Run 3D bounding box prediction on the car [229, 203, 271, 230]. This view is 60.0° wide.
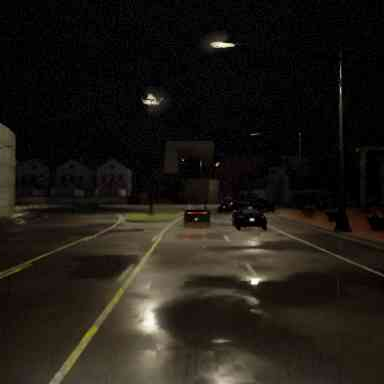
[{"bbox_3d":[3.827,1.704,22.564,1.994,1.385,4.181,0,0,3],"label":"car"}]

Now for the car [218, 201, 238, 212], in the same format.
[{"bbox_3d":[4.945,1.819,41.340,1.994,1.385,4.181,0,-1,33],"label":"car"}]

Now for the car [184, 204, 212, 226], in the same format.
[{"bbox_3d":[0.464,1.645,24.803,2.128,1.511,4.902,0,0,4],"label":"car"}]

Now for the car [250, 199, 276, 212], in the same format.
[{"bbox_3d":[8.462,1.601,40.285,2.097,1.767,4.553,0,0,36],"label":"car"}]
